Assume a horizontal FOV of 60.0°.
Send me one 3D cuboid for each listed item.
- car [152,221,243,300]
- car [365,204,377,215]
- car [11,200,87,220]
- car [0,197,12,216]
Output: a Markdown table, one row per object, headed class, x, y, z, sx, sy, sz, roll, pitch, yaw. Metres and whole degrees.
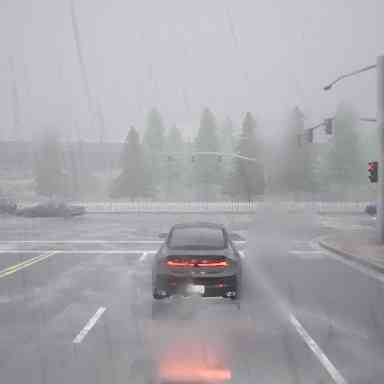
| class | x | y | z | sx | sy | sz | roll | pitch | yaw |
| --- | --- | --- | --- | --- | --- | --- | --- | --- | --- |
| car | 0.172 | 1.505 | 8.401 | 1.837 | 1.490 | 4.892 | 0 | 0 | 2 |
| car | 18.735 | 1.422 | 30.775 | 5.008 | 1.535 | 1.882 | 0 | 0 | 1 |
| car | -11.538 | 1.502 | 27.495 | 5.357 | 1.411 | 2.033 | 0 | 0 | 0 |
| car | -18.822 | 1.296 | 31.049 | 4.553 | 1.767 | 2.097 | 0 | 0 | 0 |
